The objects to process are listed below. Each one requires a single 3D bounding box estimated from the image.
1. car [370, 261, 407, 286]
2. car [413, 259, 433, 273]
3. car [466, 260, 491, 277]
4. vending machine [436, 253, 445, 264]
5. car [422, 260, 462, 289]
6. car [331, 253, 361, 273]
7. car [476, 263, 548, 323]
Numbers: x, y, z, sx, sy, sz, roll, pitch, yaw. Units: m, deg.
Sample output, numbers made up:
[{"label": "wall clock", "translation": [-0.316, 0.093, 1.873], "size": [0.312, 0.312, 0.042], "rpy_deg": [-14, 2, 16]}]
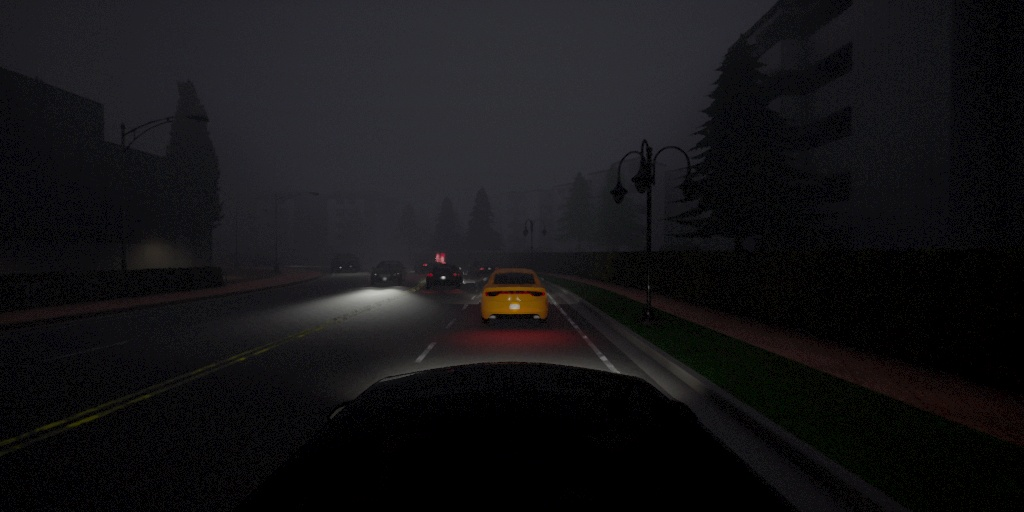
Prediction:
[{"label": "car", "translation": [-8.024, 1.074, 23.671], "size": [2.128, 1.511, 4.902], "rpy_deg": [0, 0, -11]}, {"label": "car", "translation": [-8.877, 1.004, 37.252], "size": [1.812, 1.442, 4.674], "rpy_deg": [0, 0, -27]}, {"label": "car", "translation": [-2.667, 1.068, 31.782], "size": [2.033, 1.411, 5.357], "rpy_deg": [0, 0, -19]}, {"label": "vending machine", "translation": [-10.401, 0.559, 52.344], "size": [1.100, 2.100, 0.880], "rpy_deg": [0, 0, -43]}, {"label": "car", "translation": [-4.068, 1.160, 21.913], "size": [1.994, 1.385, 4.181], "rpy_deg": [0, 0, -7]}, {"label": "car", "translation": [-17.962, 0.690, 38.577], "size": [2.150, 2.045, 5.566], "rpy_deg": [0, 0, -36]}, {"label": "car", "translation": [0.059, 1.150, 11.859], "size": [1.882, 1.535, 5.008], "rpy_deg": [0, 1, 0]}]
